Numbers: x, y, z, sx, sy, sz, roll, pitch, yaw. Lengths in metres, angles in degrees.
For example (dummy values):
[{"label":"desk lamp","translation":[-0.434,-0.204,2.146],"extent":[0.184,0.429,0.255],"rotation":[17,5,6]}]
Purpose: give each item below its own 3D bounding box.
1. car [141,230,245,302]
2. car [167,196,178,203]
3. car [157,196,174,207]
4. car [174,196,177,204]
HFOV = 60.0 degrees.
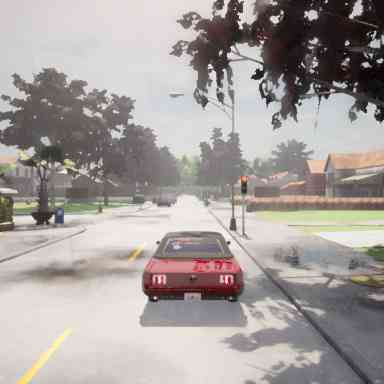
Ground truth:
[{"label":"car","translation":[0.037,1.601,8.202],"extent":[1.895,1.301,4.718],"rotation":[0,0,0]},{"label":"car","translation":[-4.127,1.540,71.179],"extent":[2.033,1.411,5.357],"rotation":[0,0,0]},{"label":"car","translation":[-4.187,1.601,50.826],"extent":[1.895,1.301,4.718],"rotation":[0,0,0]},{"label":"car","translation":[-4.175,1.564,60.817],"extent":[1.994,1.385,4.181],"rotation":[0,0,0]}]
